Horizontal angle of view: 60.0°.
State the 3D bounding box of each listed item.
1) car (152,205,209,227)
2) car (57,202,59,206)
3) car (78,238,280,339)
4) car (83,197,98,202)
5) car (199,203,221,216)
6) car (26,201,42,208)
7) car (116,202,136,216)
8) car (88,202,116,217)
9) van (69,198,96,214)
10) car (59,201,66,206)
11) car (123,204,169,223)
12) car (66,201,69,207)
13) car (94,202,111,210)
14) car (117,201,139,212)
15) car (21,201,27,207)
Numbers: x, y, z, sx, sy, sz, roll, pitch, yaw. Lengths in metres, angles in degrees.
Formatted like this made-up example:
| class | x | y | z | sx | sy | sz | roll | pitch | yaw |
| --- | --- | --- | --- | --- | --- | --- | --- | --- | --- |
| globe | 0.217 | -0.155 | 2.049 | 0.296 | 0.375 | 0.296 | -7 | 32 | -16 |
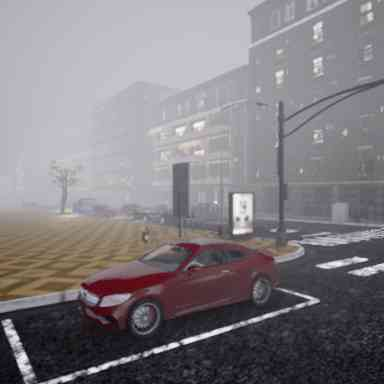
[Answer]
| class | x | y | z | sx | sy | sz | roll | pitch | yaw |
| --- | --- | --- | --- | --- | --- | --- | --- | --- | --- |
| car | -0.987 | 1.975 | 26.391 | 2.008 | 1.369 | 4.403 | -1 | 0 | -36 |
| car | -33.319 | 2.927 | 85.495 | 1.887 | 1.381 | 4.507 | -1 | 0 | -36 |
| car | -0.031 | 1.604 | 6.547 | 4.206 | 1.307 | 1.802 | 0 | -1 | -36 |
| car | -16.201 | 1.794 | 52.201 | 2.150 | 2.045 | 5.566 | 0 | -1 | -36 |
| car | 1.425 | 1.964 | 37.781 | 1.967 | 1.590 | 4.097 | -1 | 0 | -36 |
| car | -33.568 | 2.783 | 71.559 | 2.008 | 1.369 | 4.403 | -1 | 0 | -36 |
| car | -6.702 | 2.119 | 38.936 | 1.837 | 1.490 | 4.892 | 0 | -1 | -36 |
| car | -10.340 | 2.200 | 39.371 | 1.887 | 1.381 | 4.507 | -1 | 0 | -36 |
| van | -15.263 | 2.119 | 46.254 | 1.690 | 1.788 | 3.998 | -1 | 0 | -36 |
| car | -30.051 | 2.867 | 80.985 | 1.947 | 1.339 | 4.313 | -1 | 0 | -36 |
| car | -4.255 | 2.055 | 30.900 | 2.008 | 1.369 | 4.403 | -1 | 0 | -36 |
| car | -26.785 | 2.659 | 76.477 | 1.967 | 1.590 | 4.097 | -1 | 0 | -36 |
| car | -16.976 | 2.558 | 62.949 | 1.802 | 1.307 | 4.206 | -1 | 0 | -36 |
| car | -10.438 | 2.254 | 53.934 | 1.967 | 1.590 | 4.097 | -1 | 0 | -36 |
| car | -40.105 | 2.940 | 80.577 | 1.887 | 1.381 | 4.507 | -1 | 0 | -36 |
